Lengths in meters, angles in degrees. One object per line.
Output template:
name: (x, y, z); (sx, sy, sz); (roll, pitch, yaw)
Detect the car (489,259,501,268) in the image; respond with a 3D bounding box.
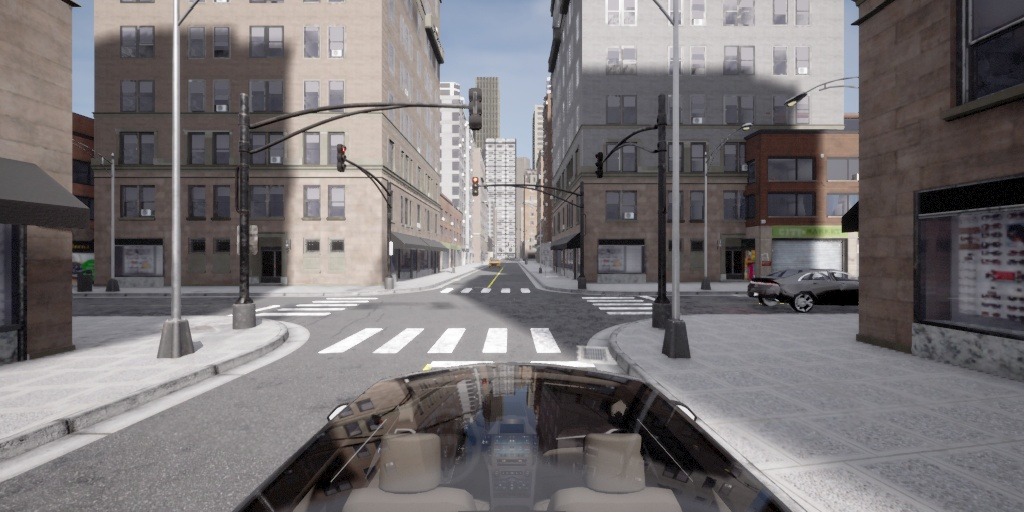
car: (-2.995, 1.207, 62.919); (1.882, 1.535, 5.008); (0, 0, 0)

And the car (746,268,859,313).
car: (11.428, 1.209, 13.234); (4.902, 1.511, 2.128); (0, 0, 0)
